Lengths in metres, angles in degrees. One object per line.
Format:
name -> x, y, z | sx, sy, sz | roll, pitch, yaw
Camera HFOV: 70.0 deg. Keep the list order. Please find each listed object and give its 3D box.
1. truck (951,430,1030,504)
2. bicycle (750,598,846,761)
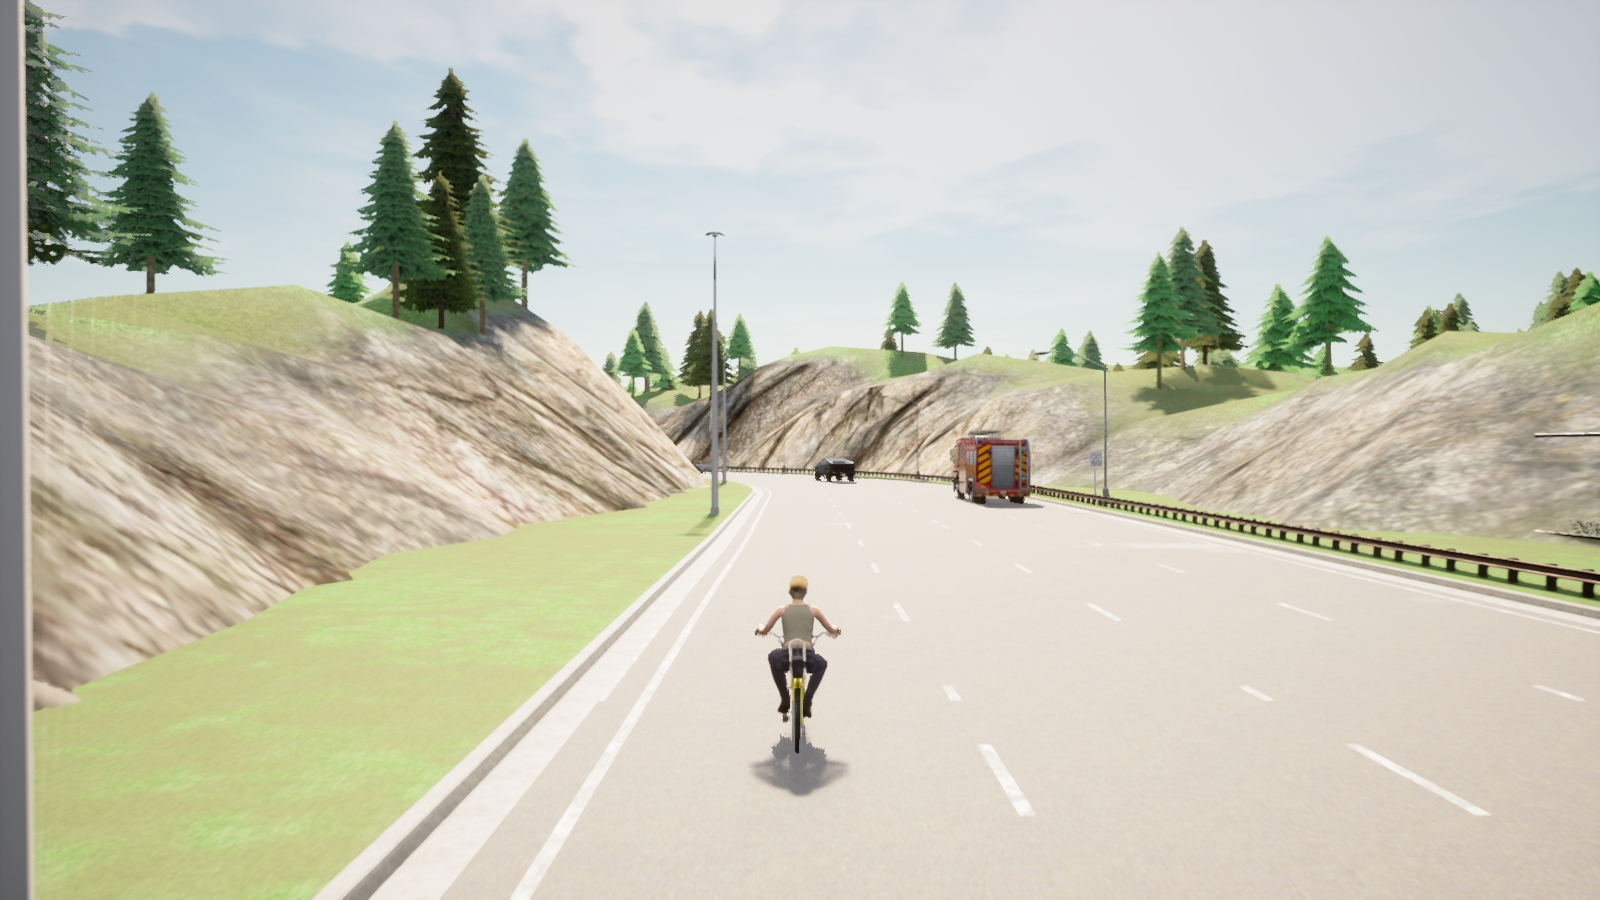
truck -> 10.435, 0.885, 63.485 | 2.891, 3.827, 8.468 | 0, 0, 0
bicycle -> -0.018, 2.157, 11.002 | 0.859, 1.276, 1.487 | 0, 0, 0
